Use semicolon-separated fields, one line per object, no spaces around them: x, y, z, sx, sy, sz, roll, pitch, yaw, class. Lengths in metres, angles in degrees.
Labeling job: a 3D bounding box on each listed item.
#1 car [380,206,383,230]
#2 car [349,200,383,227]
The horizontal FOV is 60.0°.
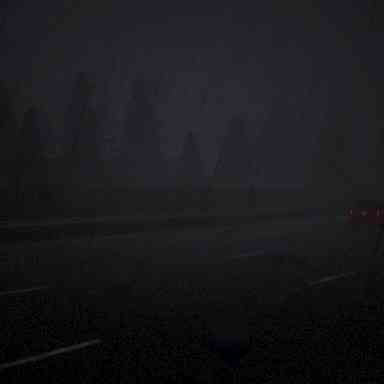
11.775;1.479;16.449;5.357;1.411;2.033;0;0;-36;car
11.844;1.275;20.798;4.553;1.767;2.097;0;0;-36;car
